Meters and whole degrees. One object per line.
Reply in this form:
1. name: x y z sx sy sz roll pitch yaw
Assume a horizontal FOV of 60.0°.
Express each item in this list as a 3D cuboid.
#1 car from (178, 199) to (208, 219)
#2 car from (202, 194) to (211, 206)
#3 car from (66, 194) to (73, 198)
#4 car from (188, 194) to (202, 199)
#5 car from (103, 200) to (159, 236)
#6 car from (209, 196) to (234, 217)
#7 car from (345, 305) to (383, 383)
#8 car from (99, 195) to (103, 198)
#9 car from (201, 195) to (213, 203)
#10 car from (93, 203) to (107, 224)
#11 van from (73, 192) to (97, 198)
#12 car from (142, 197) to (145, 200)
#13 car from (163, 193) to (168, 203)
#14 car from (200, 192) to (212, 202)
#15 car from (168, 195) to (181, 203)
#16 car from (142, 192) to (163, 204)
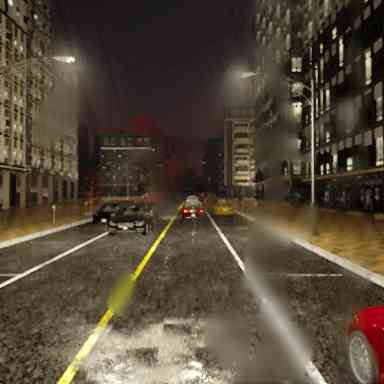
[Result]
1. car: 0.108 1.478 27.464 1.895 1.301 4.718 0 0 0
2. car: 2.717 1.343 45.457 1.887 1.381 4.507 1 0 0
3. car: -31.869 1.177 89.860 4.206 1.307 1.802 0 -1 0
4. car: 0.114 1.326 45.029 1.812 1.442 4.674 0 0 0
5. car: -3.095 1.424 17.871 1.837 1.490 4.892 0 0 0
6. car: 2.712 1.394 29.308 1.752 1.417 4.829 1 0 0
7. car: 2.704 1.571 2.366 1.802 1.307 4.206 1 0 0
8. car: -26.238 1.177 89.870 4.313 1.339 1.947 0 -1 0
9. car: 2.721 1.294 61.776 1.947 1.339 4.313 1 0 0
10. car: -5.670 1.460 23.646 1.947 1.339 4.313 1 0 0
11. van: -26.221 0.833 81.494 3.998 1.788 1.690 0 -1 0
12. car: -5.669 1.415 29.092 1.887 1.381 4.507 1 0 0
13. car: -5.661 1.296 56.320 1.887 1.381 4.507 1 0 0
14. car: 2.800 1.020 67.211 2.192 1.841 5.009 1 0 0
15. car: -3.030 1.342 58.613 1.895 1.301 4.718 0 0 1
16. car: -5.659 1.114 45.428 2.192 1.841 5.009 1 0 0
